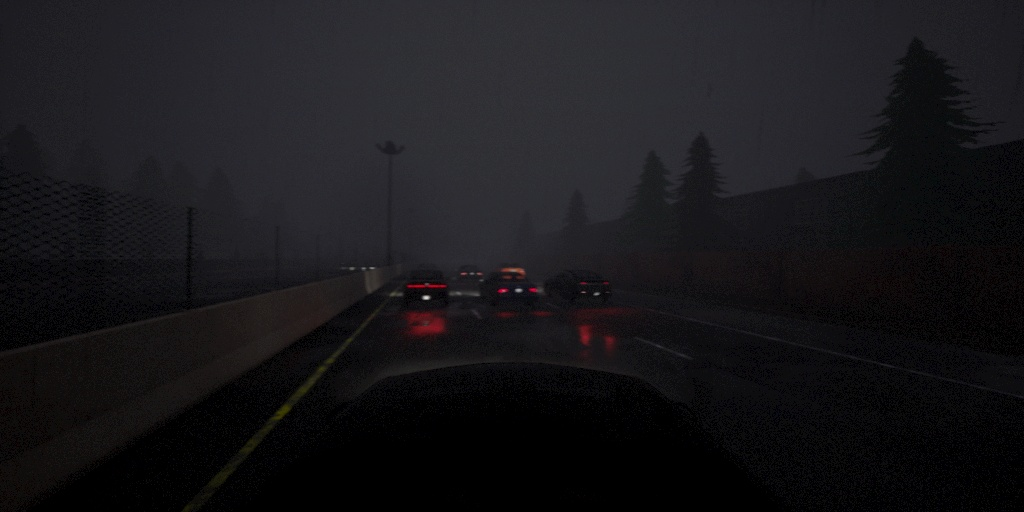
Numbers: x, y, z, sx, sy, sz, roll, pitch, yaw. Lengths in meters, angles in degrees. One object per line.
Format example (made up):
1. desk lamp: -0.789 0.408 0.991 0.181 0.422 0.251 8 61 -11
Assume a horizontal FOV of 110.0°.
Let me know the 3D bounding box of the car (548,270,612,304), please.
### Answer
1. car: 3.027 1.399 17.512 2.128 1.511 4.902 1 0 -13

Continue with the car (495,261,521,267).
1. car: -0.376 1.322 31.907 2.097 1.767 4.553 1 -1 -13

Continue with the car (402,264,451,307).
1. car: -3.788 1.316 15.914 1.837 1.490 4.892 1 0 -13

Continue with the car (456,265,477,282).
1. car: -3.764 1.469 31.007 2.033 1.411 5.357 1 0 -13

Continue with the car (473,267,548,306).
1. car: -0.313 1.403 16.410 2.033 1.411 5.357 1 0 -13
